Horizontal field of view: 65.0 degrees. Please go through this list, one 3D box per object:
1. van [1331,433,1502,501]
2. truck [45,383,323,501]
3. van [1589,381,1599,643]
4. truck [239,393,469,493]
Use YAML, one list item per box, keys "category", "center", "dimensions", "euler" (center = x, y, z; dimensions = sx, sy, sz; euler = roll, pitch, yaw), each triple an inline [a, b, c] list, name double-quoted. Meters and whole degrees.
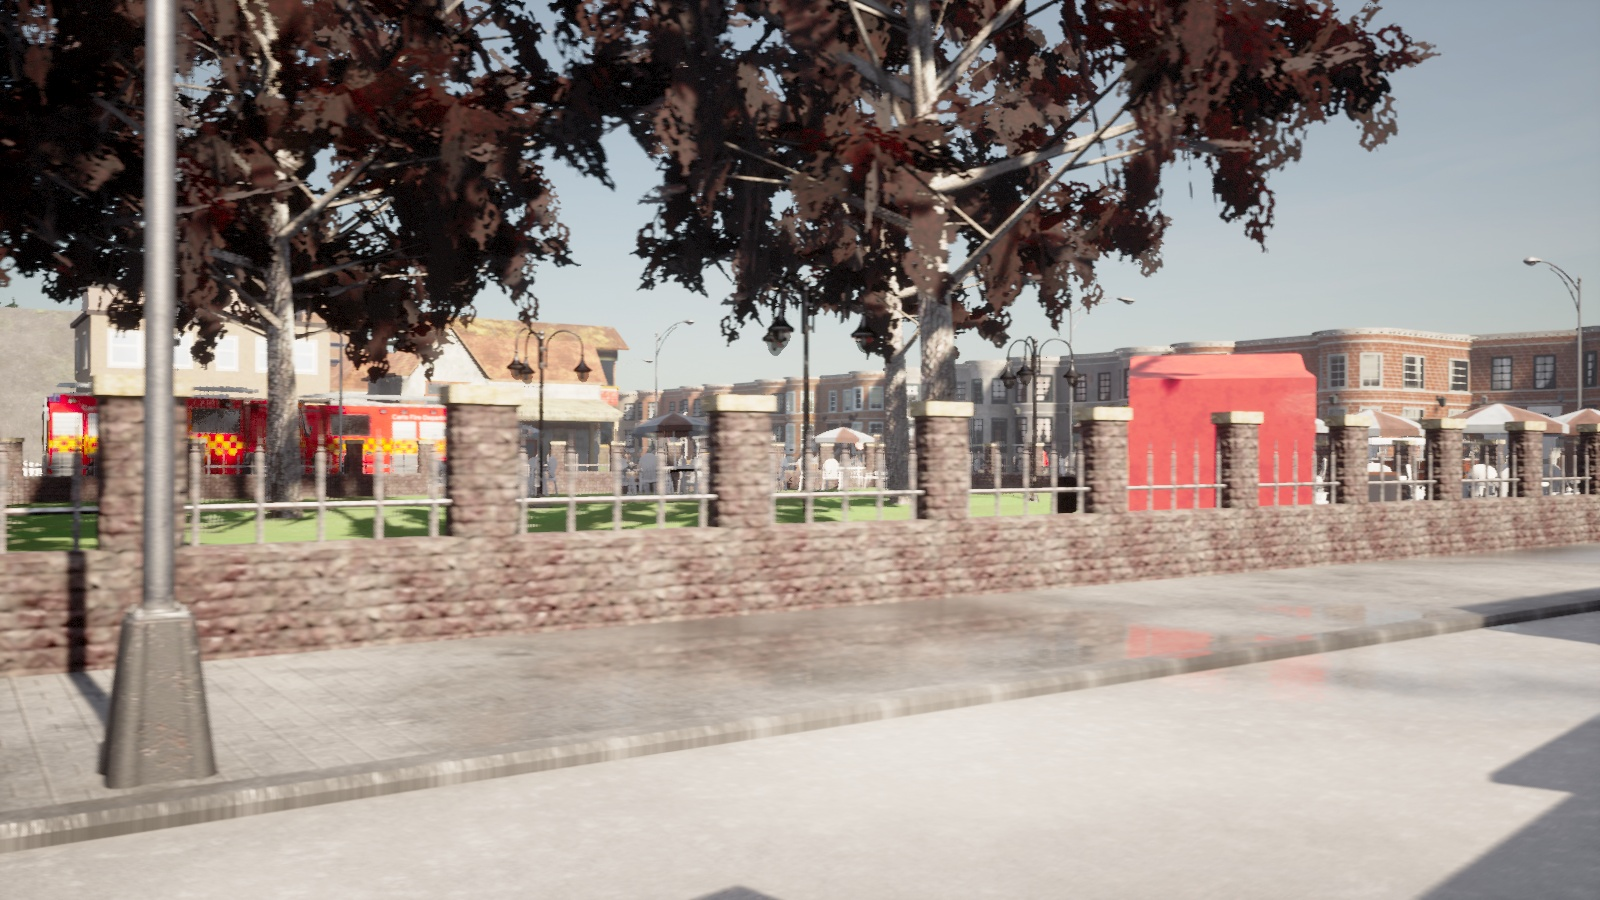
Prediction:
- category: "van"
  center: [19.725, 0.526, 40.329]
  dimensions: [2.069, 2.038, 4.480]
  euler: [0, 0, -35]
- category: "truck"
  center: [-21.616, -0.266, 44.376]
  dimensions: [8.468, 3.827, 2.891]
  euler: [0, 0, -35]
- category: "van"
  center: [8.605, 0.475, 10.243]
  dimensions: [4.480, 2.038, 2.069]
  euler: [0, 0, -35]
- category: "truck"
  center: [-18.220, -0.255, 51.595]
  dimensions: [8.468, 3.827, 2.891]
  euler: [0, 0, -34]
